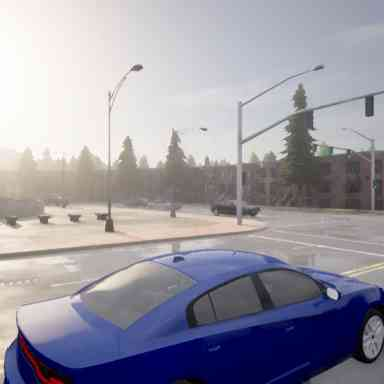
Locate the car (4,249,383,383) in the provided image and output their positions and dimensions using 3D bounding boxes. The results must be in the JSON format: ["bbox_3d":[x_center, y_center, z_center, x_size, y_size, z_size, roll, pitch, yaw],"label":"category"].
[{"bbox_3d":[0.528,1.478,4.175,5.008,1.535,1.882,0,0,-35],"label":"car"}]

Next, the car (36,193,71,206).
[{"bbox_3d":[-21.812,1.215,52.231,5.566,2.045,2.150,0,0,17],"label":"car"}]

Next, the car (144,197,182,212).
[{"bbox_3d":[-3.298,1.601,40.003,1.895,1.301,4.718,0,0,-42],"label":"car"}]

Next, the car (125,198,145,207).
[{"bbox_3d":[-7.503,1.547,48.685,5.357,1.411,2.033,0,0,36],"label":"car"}]

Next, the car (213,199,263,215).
[{"bbox_3d":[4.782,1.547,35.268,2.033,1.411,5.357,0,0,-36],"label":"car"}]

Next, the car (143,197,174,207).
[{"bbox_3d":[-5.250,1.505,51.439,4.892,1.490,1.837,0,-1,38],"label":"car"}]

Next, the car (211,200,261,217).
[{"bbox_3d":[3.823,1.478,30.620,1.882,1.535,5.008,0,0,-36],"label":"car"}]
